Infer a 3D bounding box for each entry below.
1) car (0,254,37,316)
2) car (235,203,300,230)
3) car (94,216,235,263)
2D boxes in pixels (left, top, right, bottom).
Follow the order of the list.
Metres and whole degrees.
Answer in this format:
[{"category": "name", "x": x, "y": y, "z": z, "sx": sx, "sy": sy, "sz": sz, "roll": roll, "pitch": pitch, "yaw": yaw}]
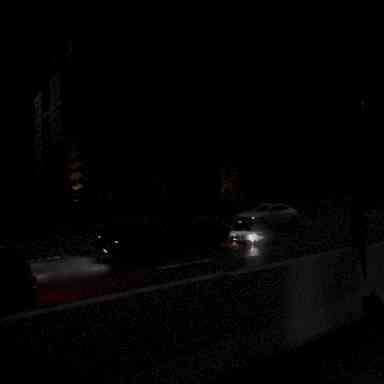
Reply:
[{"category": "car", "x": -4.831, "y": 1.537, "z": 4.845, "sx": 4.674, "sy": 1.442, "sz": 1.812, "roll": -1, "pitch": 0, "yaw": -36}, {"category": "car", "x": 4.612, "y": 1.398, "z": 20.184, "sx": 4.674, "sy": 1.442, "sz": 1.812, "roll": -1, "pitch": 0, "yaw": -36}, {"category": "car", "x": -0.964, "y": 1.551, "z": 11.906, "sx": 4.718, "sy": 1.301, "sz": 1.895, "roll": -1, "pitch": 0, "yaw": -36}]
